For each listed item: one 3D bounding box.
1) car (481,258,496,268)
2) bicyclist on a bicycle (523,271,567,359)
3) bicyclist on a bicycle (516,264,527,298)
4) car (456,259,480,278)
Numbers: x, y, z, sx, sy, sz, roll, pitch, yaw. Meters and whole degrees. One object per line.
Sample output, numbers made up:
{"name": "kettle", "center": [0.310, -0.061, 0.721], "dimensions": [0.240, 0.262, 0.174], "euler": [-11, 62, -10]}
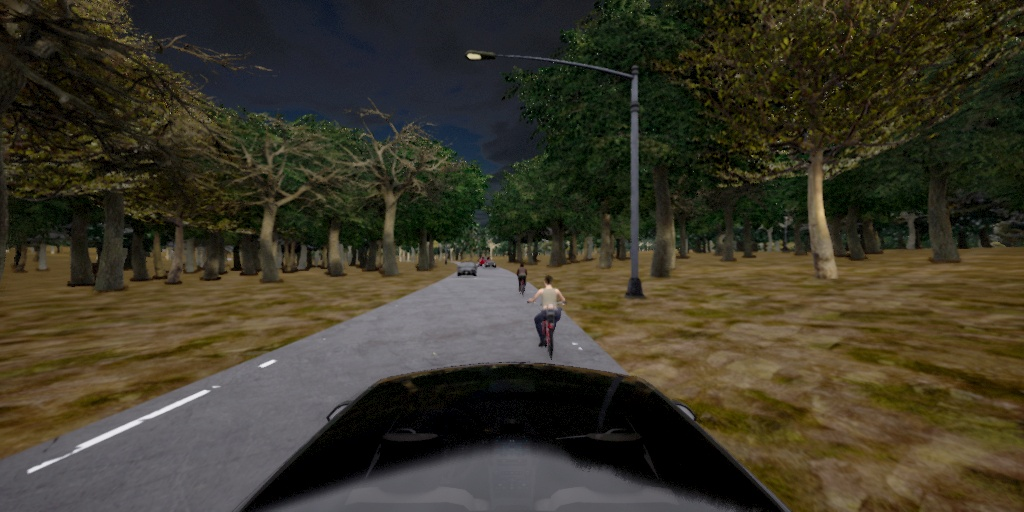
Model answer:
{"name": "car", "center": [-3.855, 1.458, 62.905], "dimensions": [1.895, 1.301, 4.718], "euler": [0, 0, -7]}
{"name": "bicyclist on a bicycle", "center": [0.743, 1.194, 7.417], "dimensions": [0.866, 1.612, 1.509], "euler": [0, -1, 0]}
{"name": "bicyclist on a bicycle", "center": [0.503, 1.225, 17.795], "dimensions": [0.582, 1.620, 1.656], "euler": [0, 0, -2]}
{"name": "car", "center": [-4.339, 1.301, 35.044], "dimensions": [1.837, 1.490, 4.892], "euler": [0, 0, -4]}
